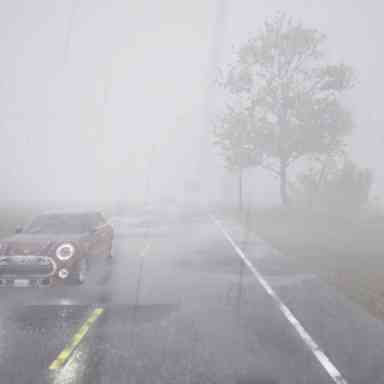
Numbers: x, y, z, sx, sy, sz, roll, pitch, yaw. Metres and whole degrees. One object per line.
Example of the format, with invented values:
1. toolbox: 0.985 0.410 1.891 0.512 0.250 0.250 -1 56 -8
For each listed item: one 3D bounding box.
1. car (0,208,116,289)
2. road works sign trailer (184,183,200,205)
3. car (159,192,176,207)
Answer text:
1. car: -3.598 1.318 9.259 2.097 1.767 4.553 0 0 0
2. road works sign trailer: 0.006 0.297 53.040 2.380 3.560 2.880 0 0 0
3. car: -3.571 1.063 49.661 2.150 2.045 5.566 0 0 0
